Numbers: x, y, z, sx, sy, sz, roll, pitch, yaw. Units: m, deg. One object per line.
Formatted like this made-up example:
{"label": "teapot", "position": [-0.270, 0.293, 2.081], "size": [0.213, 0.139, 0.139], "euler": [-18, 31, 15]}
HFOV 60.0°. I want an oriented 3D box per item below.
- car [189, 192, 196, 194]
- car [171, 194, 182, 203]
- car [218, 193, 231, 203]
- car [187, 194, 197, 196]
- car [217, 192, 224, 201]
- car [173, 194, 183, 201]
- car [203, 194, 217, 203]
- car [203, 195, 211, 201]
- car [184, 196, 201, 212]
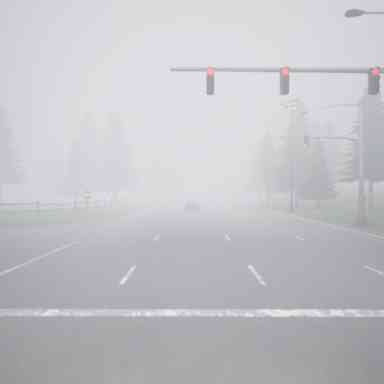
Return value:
{"label": "car", "position": [0.079, 1.128, 80.886], "size": [2.150, 2.045, 5.566], "euler": [0, 0, 0]}
{"label": "car", "position": [-3.431, 1.593, 70.439], "size": [2.033, 1.411, 5.357], "euler": [0, 0, 0]}
{"label": "car", "position": [7.069, 1.578, 70.846], "size": [1.812, 1.442, 4.674], "euler": [0, 0, 0]}
{"label": "car", "position": [0.069, 1.606, 70.853], "size": [1.994, 1.385, 4.181], "euler": [0, 0, 0]}
{"label": "car", "position": [7.079, 1.128, 80.879], "size": [2.150, 2.045, 5.566], "euler": [0, 0, 0]}
{"label": "car", "position": [-3.421, 1.258, 80.830], "size": [2.097, 1.767, 4.553], "euler": [0, 0, 0]}
{"label": "car", "position": [3.569, 1.578, 70.432], "size": [2.128, 1.511, 4.902], "euler": [0, 0, 0]}
{"label": "car", "position": [3.579, 1.498, 80.882], "size": [1.895, 1.301, 4.718], "euler": [0, 0, 0]}
{"label": "car", "position": [0.039, 1.560, 39.823], "size": [1.812, 1.442, 4.674], "euler": [0, 0, 0]}
